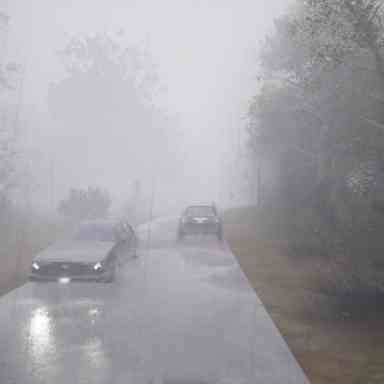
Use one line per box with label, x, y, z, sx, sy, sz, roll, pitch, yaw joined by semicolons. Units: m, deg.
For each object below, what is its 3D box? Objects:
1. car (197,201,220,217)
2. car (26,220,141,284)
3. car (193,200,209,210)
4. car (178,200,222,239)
car;1.798;1.710;35.473;2.128;1.511;4.902;0;-1;6
car;-2.752;1.560;9.931;2.033;1.411;5.357;0;0;1
car;1.557;2.016;53.950;1.882;1.535;5.008;0;-1;11
car;0.462;1.398;17.661;2.097;1.767;4.553;0;0;2
